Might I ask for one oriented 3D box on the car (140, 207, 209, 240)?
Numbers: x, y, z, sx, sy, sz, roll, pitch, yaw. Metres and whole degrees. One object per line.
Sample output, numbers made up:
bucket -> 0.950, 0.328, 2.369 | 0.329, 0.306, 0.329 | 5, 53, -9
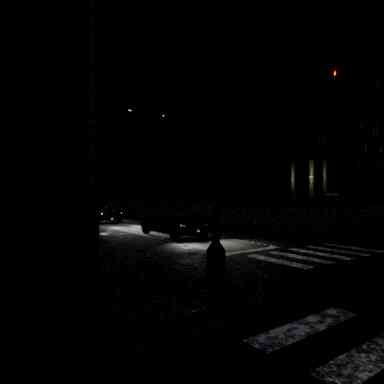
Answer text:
car -> -1.066, 1.530, 17.339 | 1.812, 1.442, 4.674 | 0, 0, -36

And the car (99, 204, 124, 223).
car -> -6.993, 1.608, 25.548 | 1.895, 1.301, 4.718 | 0, 0, -36
